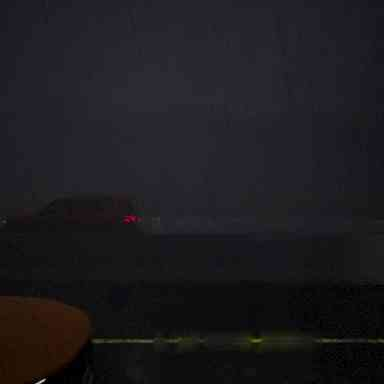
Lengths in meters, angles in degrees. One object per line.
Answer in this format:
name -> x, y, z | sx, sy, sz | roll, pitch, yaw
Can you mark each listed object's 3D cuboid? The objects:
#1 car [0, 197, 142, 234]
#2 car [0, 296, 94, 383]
car -> -4.884, 1.221, 13.871 | 5.566, 2.045, 2.150 | 0, 0, 0
car -> -3.505, 1.478, 3.143 | 5.008, 1.535, 1.882 | 0, 0, 0
